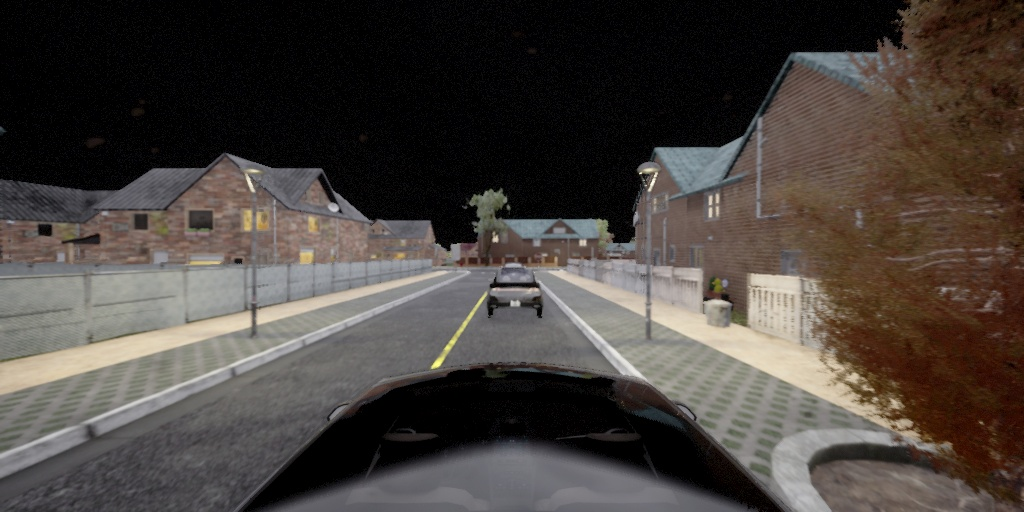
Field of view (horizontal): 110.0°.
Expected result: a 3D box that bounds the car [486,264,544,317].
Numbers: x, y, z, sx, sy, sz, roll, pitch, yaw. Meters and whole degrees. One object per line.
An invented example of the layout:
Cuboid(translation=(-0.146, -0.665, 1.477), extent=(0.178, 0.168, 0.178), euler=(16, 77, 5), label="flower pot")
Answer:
Cuboid(translation=(0.101, 1.222, 13.146), extent=(2.128, 1.511, 4.902), euler=(0, 0, 0), label="car")

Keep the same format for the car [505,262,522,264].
Cuboid(translation=(0.106, 1.197, 28.604), extent=(1.882, 1.535, 5.008), euler=(0, 0, 0), label="car")
